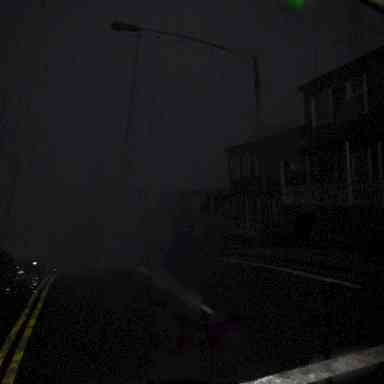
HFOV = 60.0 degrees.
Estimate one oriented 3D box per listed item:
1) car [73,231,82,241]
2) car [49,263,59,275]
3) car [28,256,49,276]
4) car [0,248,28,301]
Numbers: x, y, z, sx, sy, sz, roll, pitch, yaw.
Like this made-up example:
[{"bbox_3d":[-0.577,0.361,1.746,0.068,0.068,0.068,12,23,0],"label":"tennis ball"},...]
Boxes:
[{"bbox_3d":[-29.657,11.457,85.839,2.097,1.767,4.553,-3,0,-20],"label":"car"},{"bbox_3d":[-16.129,8.810,37.626,1.812,1.442,4.674,-3,-10,-19],"label":"car"},{"bbox_3d":[-10.288,4.694,20.688,1.895,1.301,4.718,-3,-12,-20],"label":"car"},{"bbox_3d":[-6.568,2.499,10.061,2.128,1.511,4.902,-3,-5,-20],"label":"car"}]
